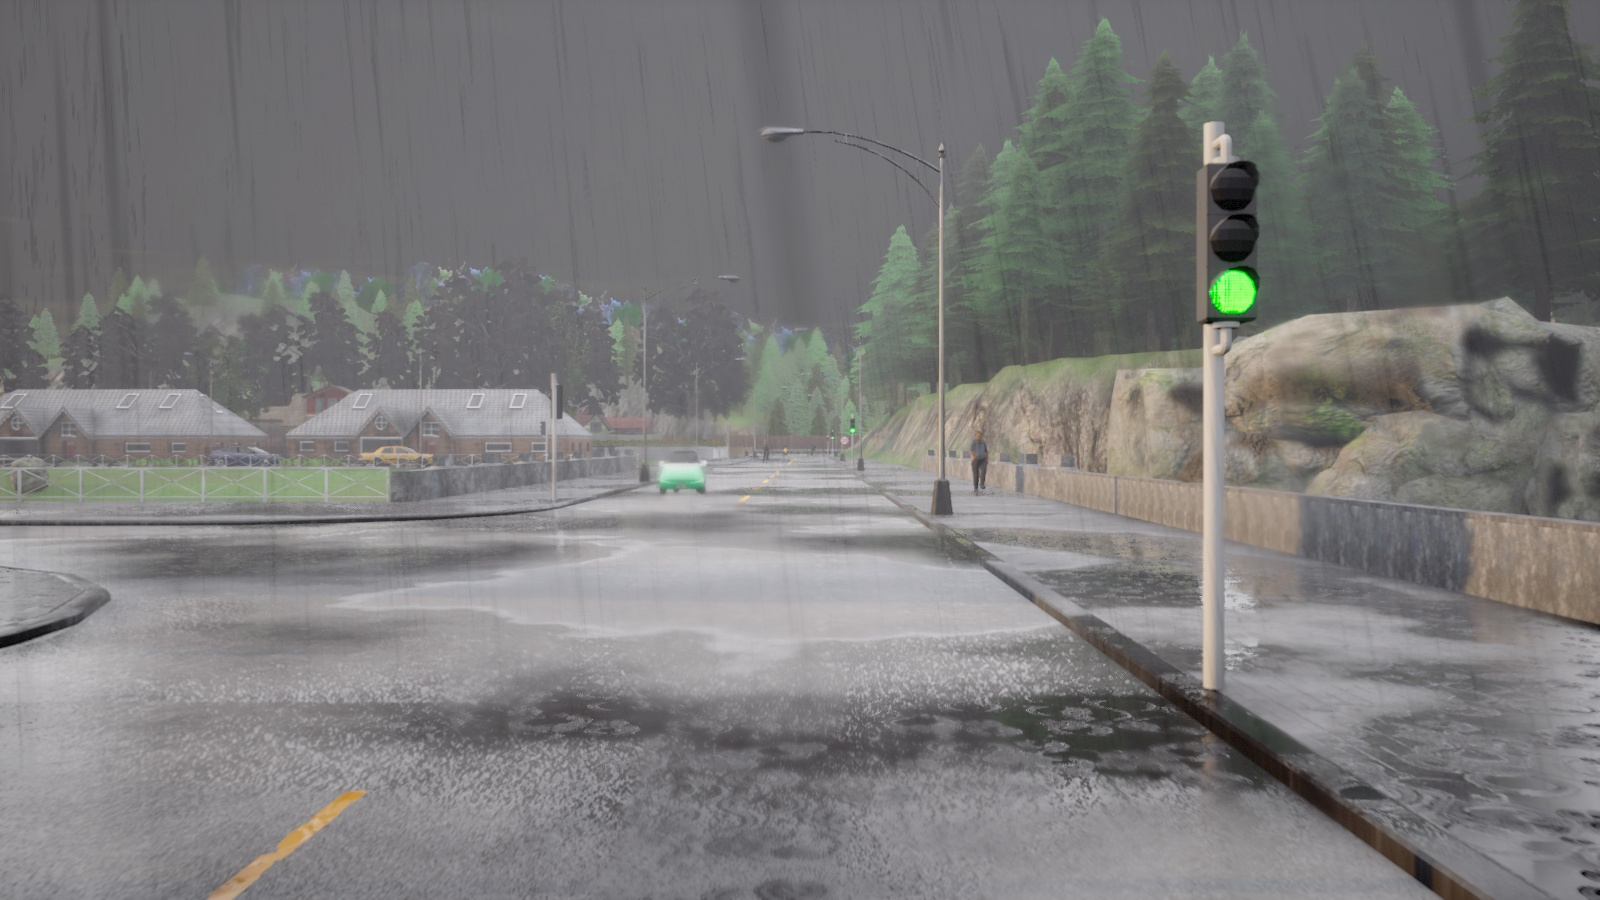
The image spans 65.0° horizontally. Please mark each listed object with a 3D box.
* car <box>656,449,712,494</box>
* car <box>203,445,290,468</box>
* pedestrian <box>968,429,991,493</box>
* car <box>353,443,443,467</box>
[{"bbox_3d":[-3.568,0.648,38.864,1.481,1.376,2.207,0,0,1],"label":"car"},{"bbox_3d":[-36.626,0.393,83.150,4.792,1.488,2.163,0,0,1],"label":"car"},{"bbox_3d":[5.249,0.319,36.660,0.540,1.848,0.694,0,0,-3],"label":"pedestrian"},{"bbox_3d":[-26.565,0.341,83.042,5.366,1.575,1.801,0,0,1],"label":"car"}]
